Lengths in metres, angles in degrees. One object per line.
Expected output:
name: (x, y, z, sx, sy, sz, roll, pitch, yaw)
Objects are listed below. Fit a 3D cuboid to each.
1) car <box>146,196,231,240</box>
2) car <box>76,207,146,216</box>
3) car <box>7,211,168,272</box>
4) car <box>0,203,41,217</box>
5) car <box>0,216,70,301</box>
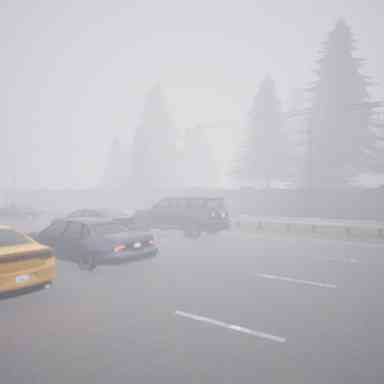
car: (-0.690, 1.214, 17.367, 5.566, 2.045, 2.150, 0, 0, 36)
car: (-4.806, 1.469, 16.002, 5.008, 1.535, 1.882, 0, 0, 36)
car: (-3.579, 1.542, 10.831, 5.357, 1.411, 2.033, 0, 0, 36)
car: (-14.418, 1.584, 27.149, 4.718, 1.301, 1.895, 0, 0, 36)
car: (-5.193, 1.472, 7.679, 5.008, 1.535, 1.882, 0, 0, 36)
